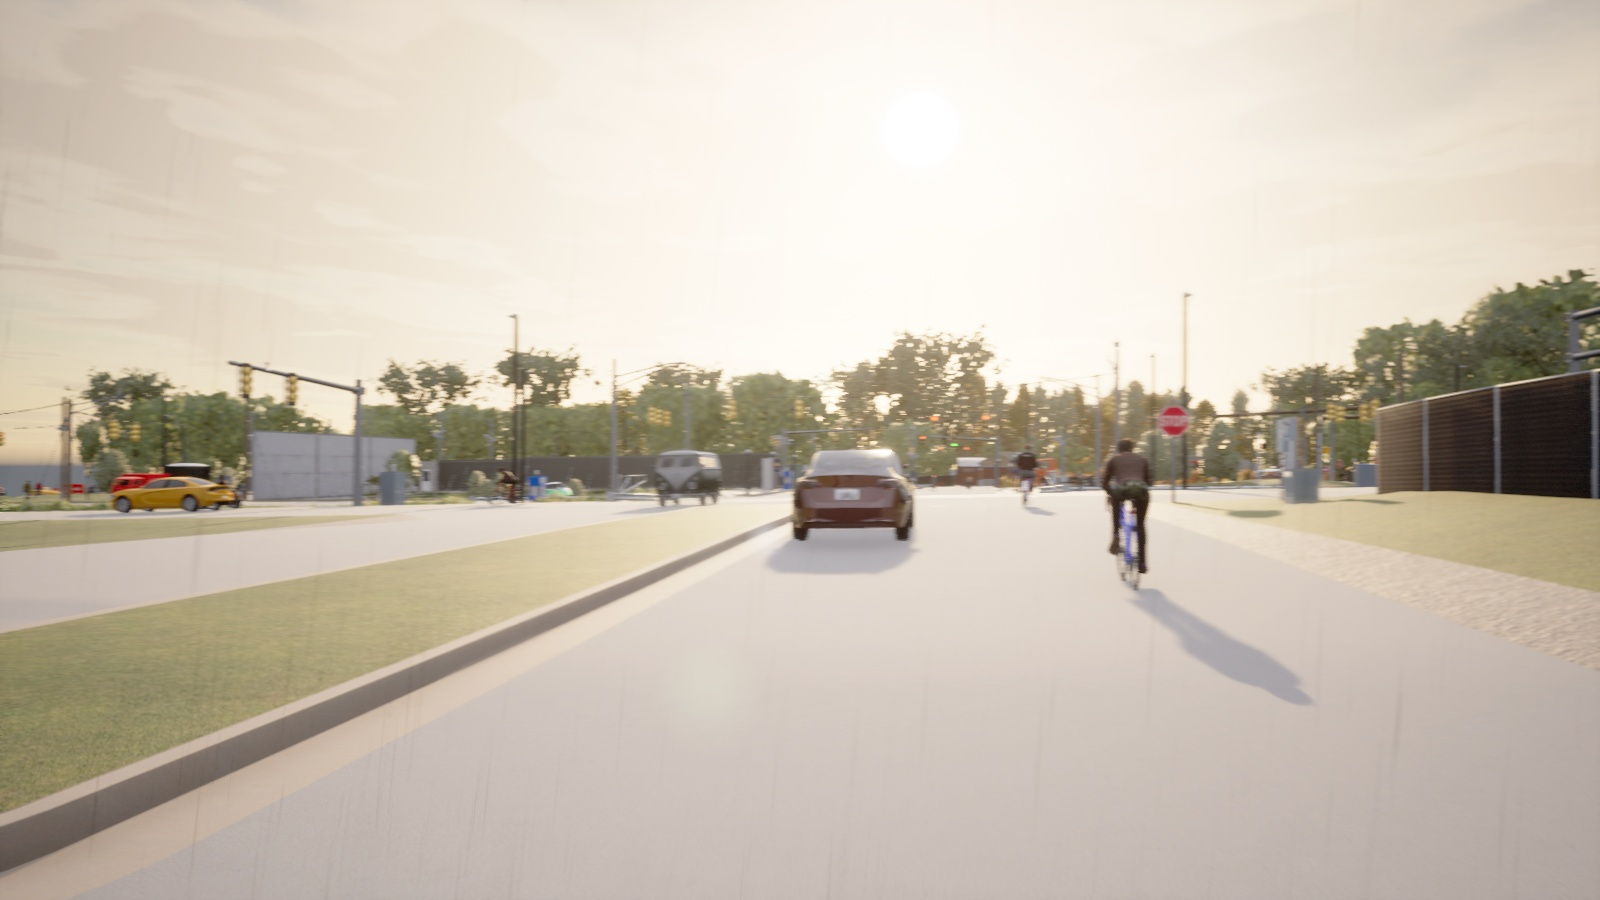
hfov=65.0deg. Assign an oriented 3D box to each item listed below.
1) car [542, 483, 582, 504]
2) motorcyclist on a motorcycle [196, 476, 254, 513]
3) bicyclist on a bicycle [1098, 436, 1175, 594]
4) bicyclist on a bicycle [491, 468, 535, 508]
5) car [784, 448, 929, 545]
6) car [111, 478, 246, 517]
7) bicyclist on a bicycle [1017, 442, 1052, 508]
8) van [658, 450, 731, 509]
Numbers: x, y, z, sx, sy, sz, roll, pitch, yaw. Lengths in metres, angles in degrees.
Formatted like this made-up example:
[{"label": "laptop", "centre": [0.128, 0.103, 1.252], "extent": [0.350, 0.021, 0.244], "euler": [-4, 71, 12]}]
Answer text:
[{"label": "car", "centre": [-15.951, 2.903, 84.210], "extent": [2.207, 1.376, 1.481], "euler": [-1, -1, 8]}, {"label": "motorcyclist on a motorcycle", "centre": [-26.442, 2.047, 57.774], "extent": [2.350, 1.649, 0.766], "euler": [-2, -1, 7]}, {"label": "bicyclist on a bicycle", "centre": [3.653, 0.674, 13.735], "extent": [0.582, 1.620, 1.656], "euler": [0, 0, 7]}, {"label": "bicyclist on a bicycle", "centre": [-11.975, 1.594, 52.403], "extent": [1.656, 1.620, 0.582], "euler": [-2, -1, 7]}, {"label": "car", "centre": [1.119, 0.724, 21.938], "extent": [2.163, 1.488, 4.792], "euler": [-1, 0, 7]}, {"label": "car", "centre": [-26.844, 2.029, 54.297], "extent": [5.008, 1.535, 1.882], "euler": [-2, -1, 7]}, {"label": "bicyclist on a bicycle", "centre": [6.487, 0.678, 34.691], "extent": [0.659, 1.776, 1.843], "euler": [1, 0, 19]}, {"label": "van", "centre": [-3.765, 1.041, 45.451], "extent": [1.775, 1.987, 4.442], "euler": [-2, -1, 6]}]
